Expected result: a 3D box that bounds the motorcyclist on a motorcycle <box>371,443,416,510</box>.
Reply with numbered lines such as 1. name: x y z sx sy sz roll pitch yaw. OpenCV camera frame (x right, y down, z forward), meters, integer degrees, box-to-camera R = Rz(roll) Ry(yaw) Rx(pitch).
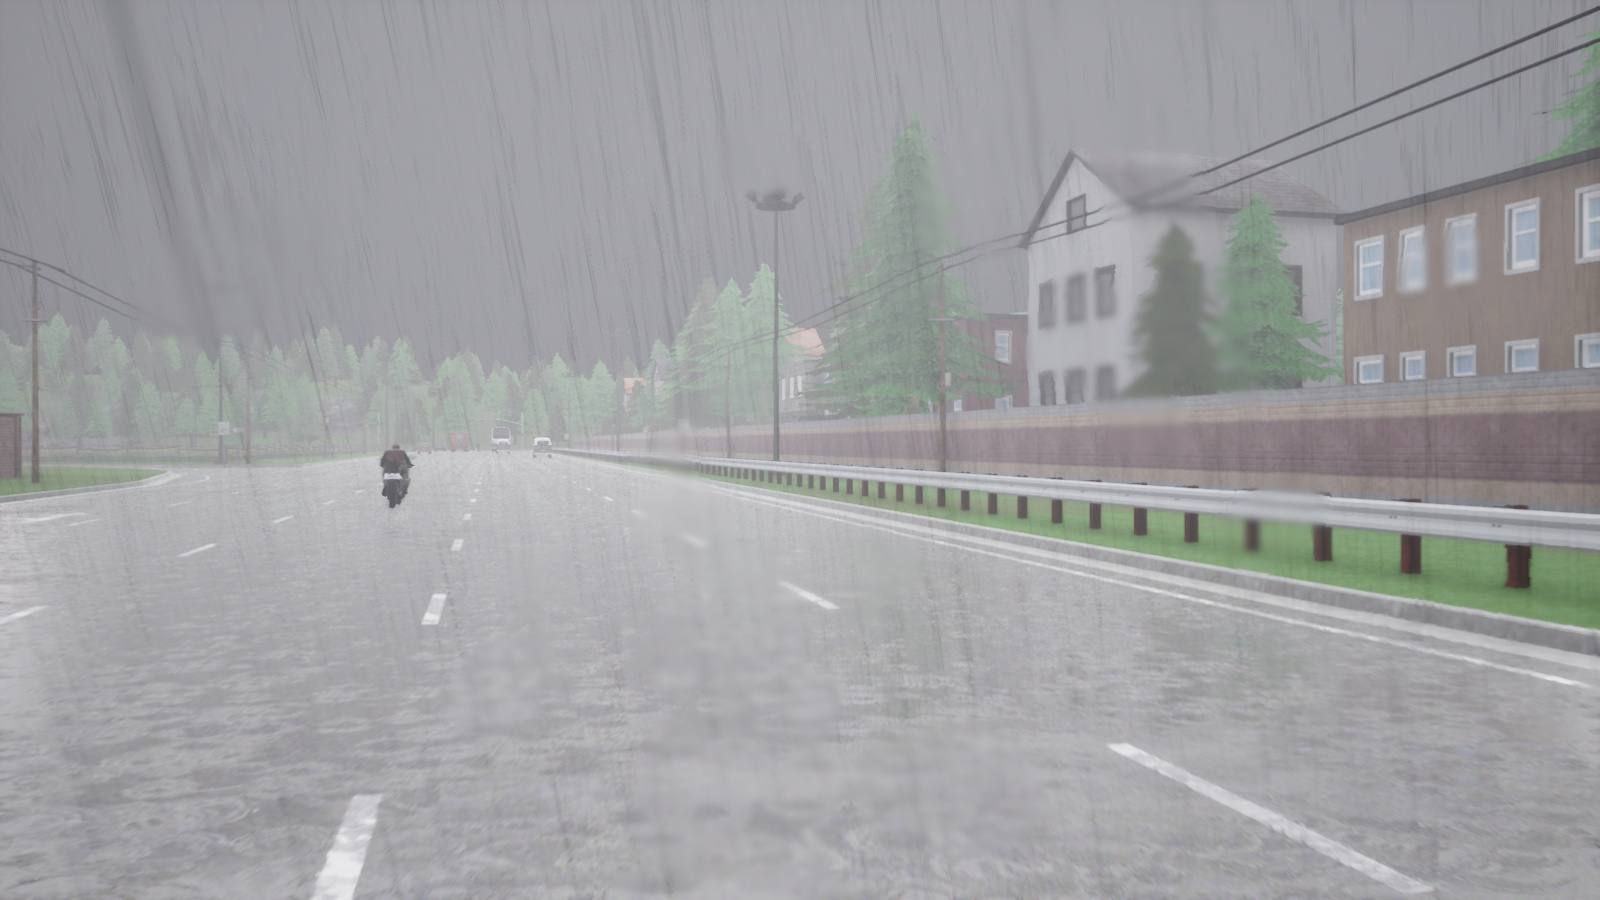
1. motorcyclist on a motorcycle: -9.658 0.605 29.926 0.866 1.530 2.191 0 0 -14
